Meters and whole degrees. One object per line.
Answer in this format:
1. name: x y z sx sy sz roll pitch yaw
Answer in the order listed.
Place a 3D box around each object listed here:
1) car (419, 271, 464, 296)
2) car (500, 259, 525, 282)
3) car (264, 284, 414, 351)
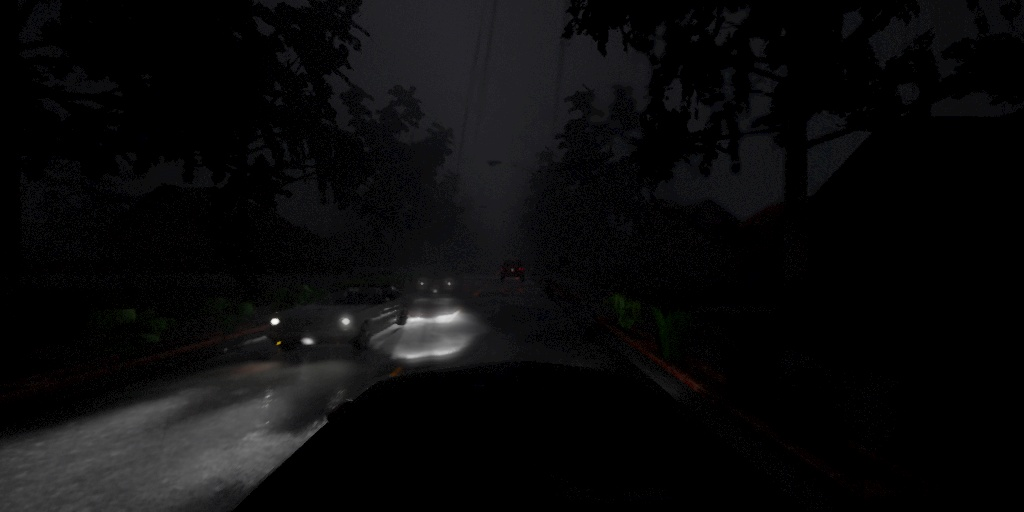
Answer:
1. car: -4.013 1.560 20.985 1.895 1.301 4.718 0 -1 0
2. car: 0.060 1.322 33.802 2.150 2.045 5.566 0 0 0
3. car: -4.103 1.434 9.438 1.895 1.301 4.718 0 -1 0
